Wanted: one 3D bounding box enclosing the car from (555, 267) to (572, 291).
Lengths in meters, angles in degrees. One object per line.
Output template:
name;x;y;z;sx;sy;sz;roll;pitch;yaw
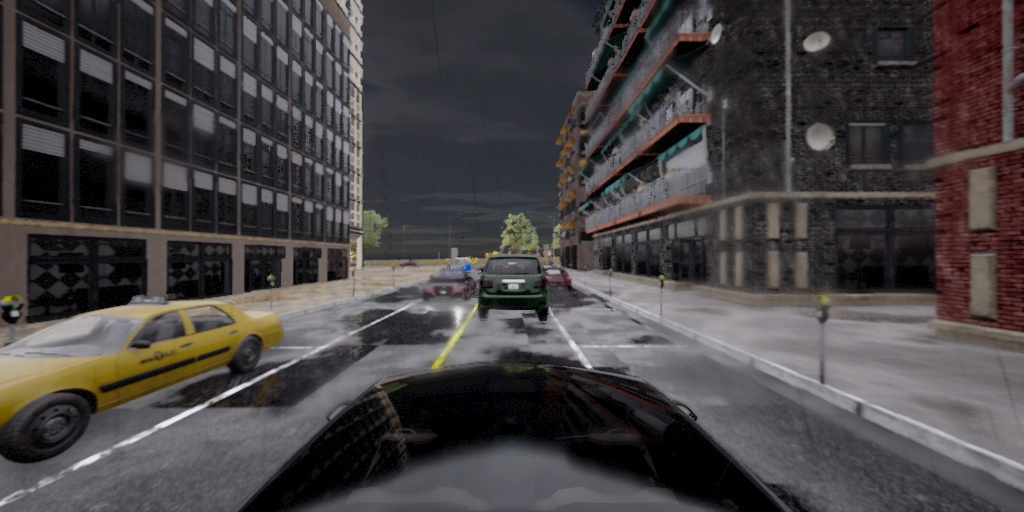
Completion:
car;2.577;1.330;21.718;1.802;1.307;4.207;0;0;0

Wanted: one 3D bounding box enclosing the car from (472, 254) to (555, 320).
car;0.032;0.969;12.778;2.150;2.045;5.566;0;0;0

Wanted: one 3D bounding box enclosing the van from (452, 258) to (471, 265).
van;-5.324;1.087;38.353;1.690;1.789;3.998;0;0;0

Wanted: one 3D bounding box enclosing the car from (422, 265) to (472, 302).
car;-2.837;1.313;16.858;1.994;1.385;4.181;0;0;0

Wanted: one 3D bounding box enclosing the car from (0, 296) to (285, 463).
car;-5.313;1.276;4.986;1.751;1.417;4.829;0;0;0
